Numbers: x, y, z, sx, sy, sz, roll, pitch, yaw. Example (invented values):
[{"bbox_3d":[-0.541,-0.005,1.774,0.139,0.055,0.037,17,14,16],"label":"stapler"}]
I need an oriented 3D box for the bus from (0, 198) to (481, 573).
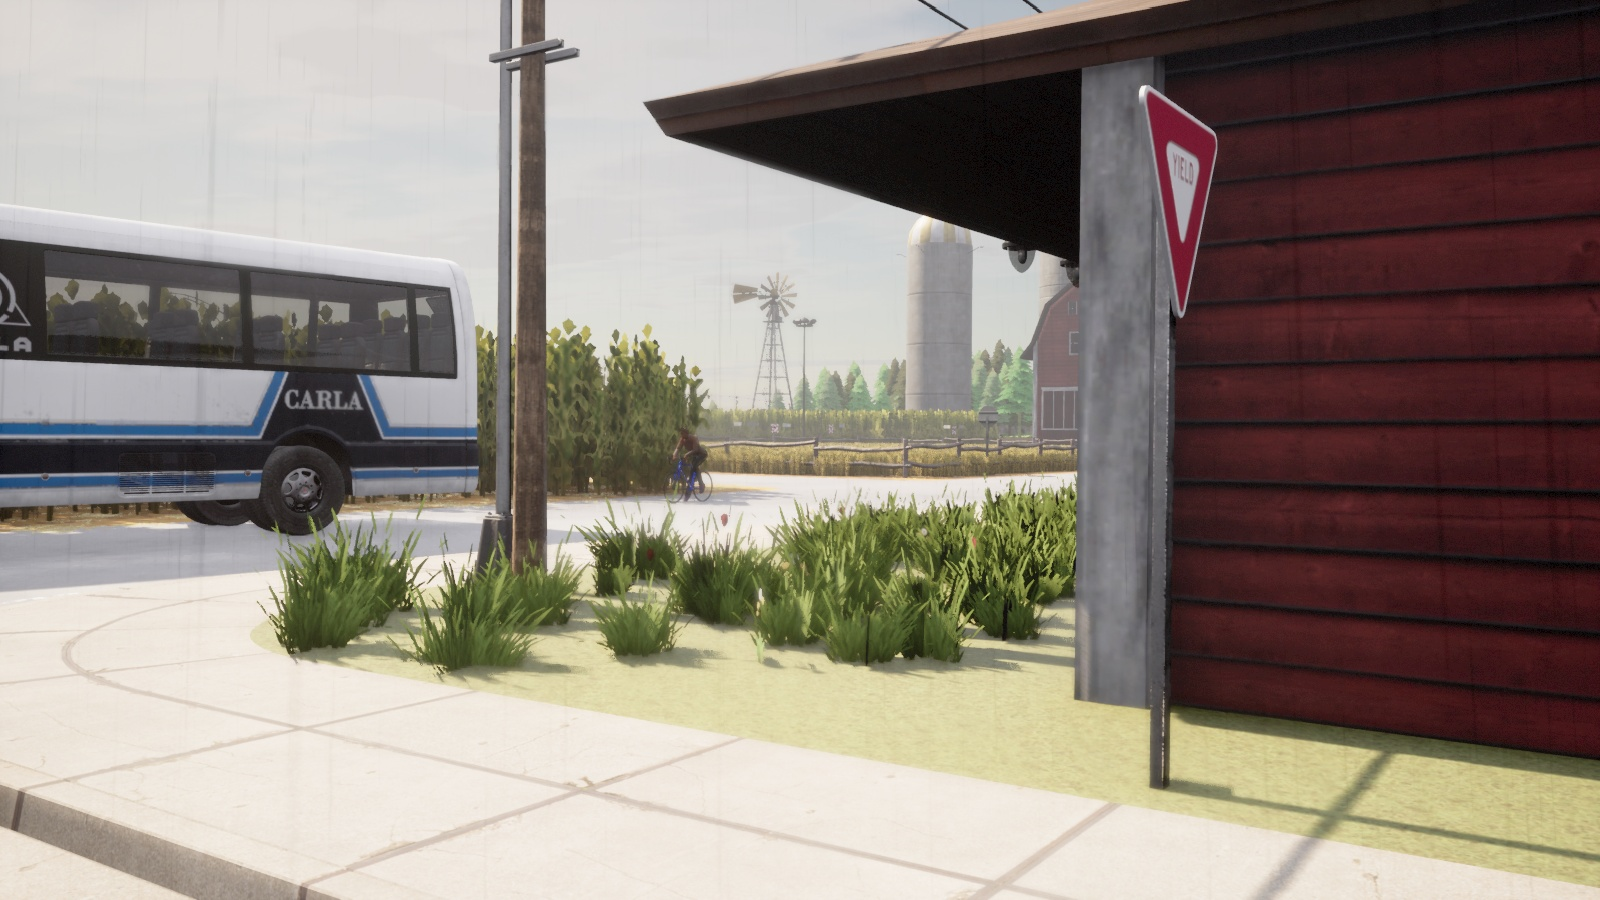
[{"bbox_3d":[-9.744,-0.756,16.508,3.944,4.253,10.273,0,1,41],"label":"bus"}]

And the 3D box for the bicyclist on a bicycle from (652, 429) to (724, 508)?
[{"bbox_3d":[-2.359,0.368,26.705,0.582,1.620,1.656,0,1,34],"label":"bicyclist on a bicycle"}]
